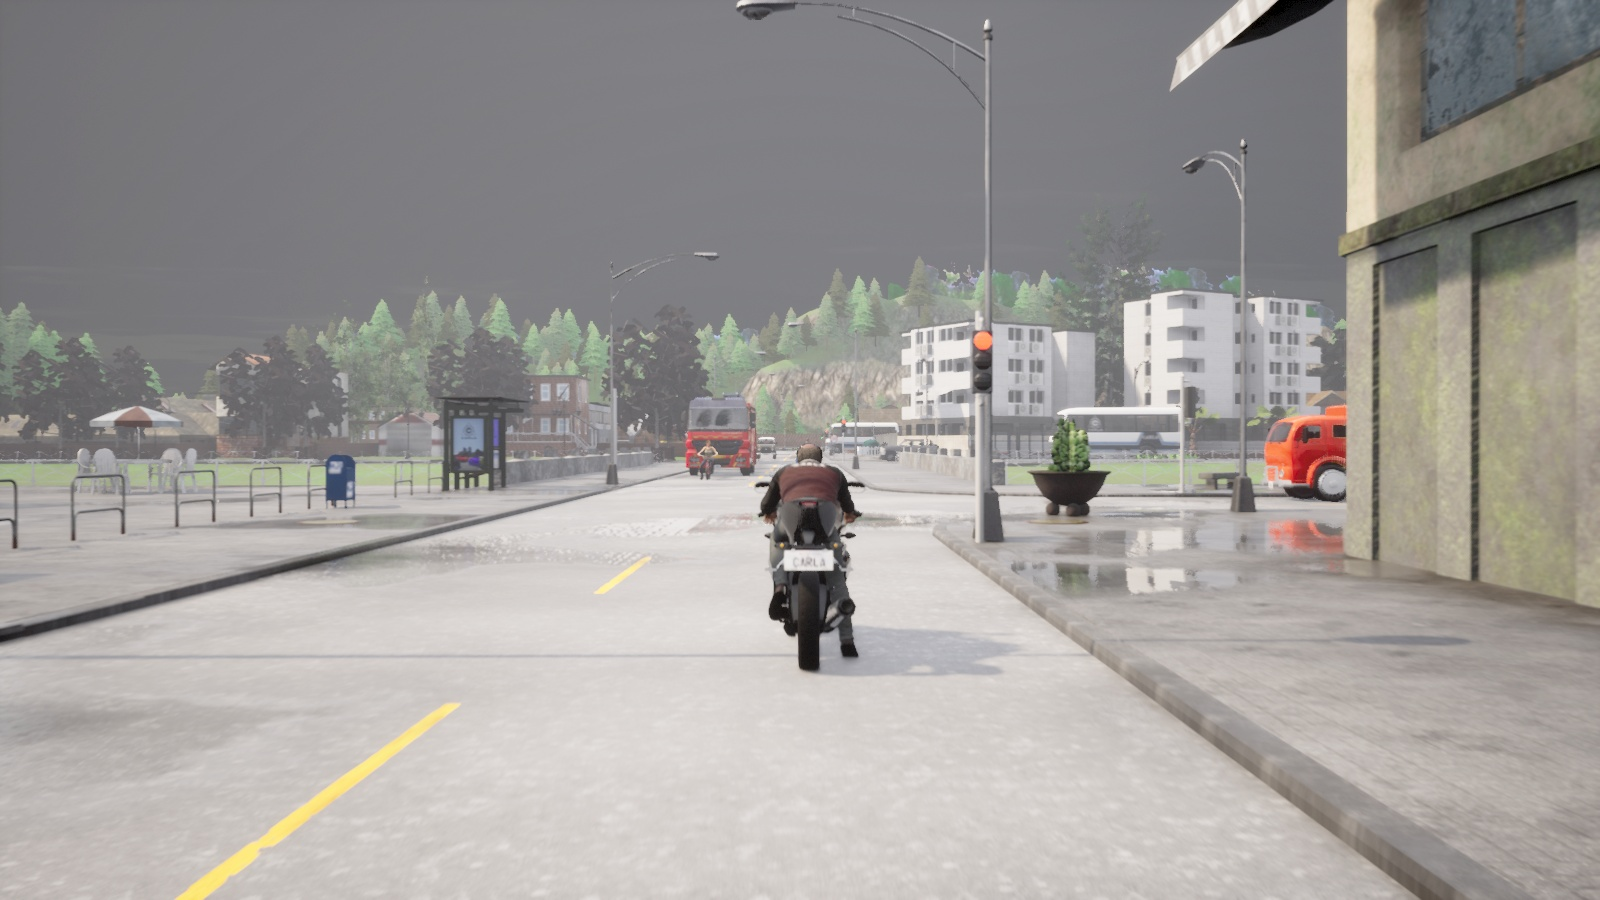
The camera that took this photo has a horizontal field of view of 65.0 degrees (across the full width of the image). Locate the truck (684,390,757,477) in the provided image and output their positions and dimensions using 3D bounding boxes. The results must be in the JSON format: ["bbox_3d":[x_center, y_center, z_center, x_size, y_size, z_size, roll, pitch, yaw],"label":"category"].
[{"bbox_3d":[-3.644,-0.757,59.659,2.891,3.827,8.468,0,0,0],"label":"truck"}]

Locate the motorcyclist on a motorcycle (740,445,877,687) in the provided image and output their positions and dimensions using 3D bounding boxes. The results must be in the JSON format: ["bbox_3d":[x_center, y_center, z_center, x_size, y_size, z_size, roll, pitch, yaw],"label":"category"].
[{"bbox_3d":[0.068,0.730,9.057,0.866,1.530,2.191,0,0,1],"label":"motorcyclist on a motorcycle"}]

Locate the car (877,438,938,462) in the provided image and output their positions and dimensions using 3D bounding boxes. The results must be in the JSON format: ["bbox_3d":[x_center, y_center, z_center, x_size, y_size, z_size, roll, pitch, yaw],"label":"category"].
[{"bbox_3d":[8.350,0.018,97.860,4.605,1.855,1.932,0,0,0],"label":"car"}]

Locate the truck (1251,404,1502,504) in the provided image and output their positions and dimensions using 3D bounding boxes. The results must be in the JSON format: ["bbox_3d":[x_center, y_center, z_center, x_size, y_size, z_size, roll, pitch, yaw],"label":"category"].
[{"bbox_3d":[14.591,0.091,32.096,5.204,2.467,2.627,0,0,0],"label":"truck"}]
